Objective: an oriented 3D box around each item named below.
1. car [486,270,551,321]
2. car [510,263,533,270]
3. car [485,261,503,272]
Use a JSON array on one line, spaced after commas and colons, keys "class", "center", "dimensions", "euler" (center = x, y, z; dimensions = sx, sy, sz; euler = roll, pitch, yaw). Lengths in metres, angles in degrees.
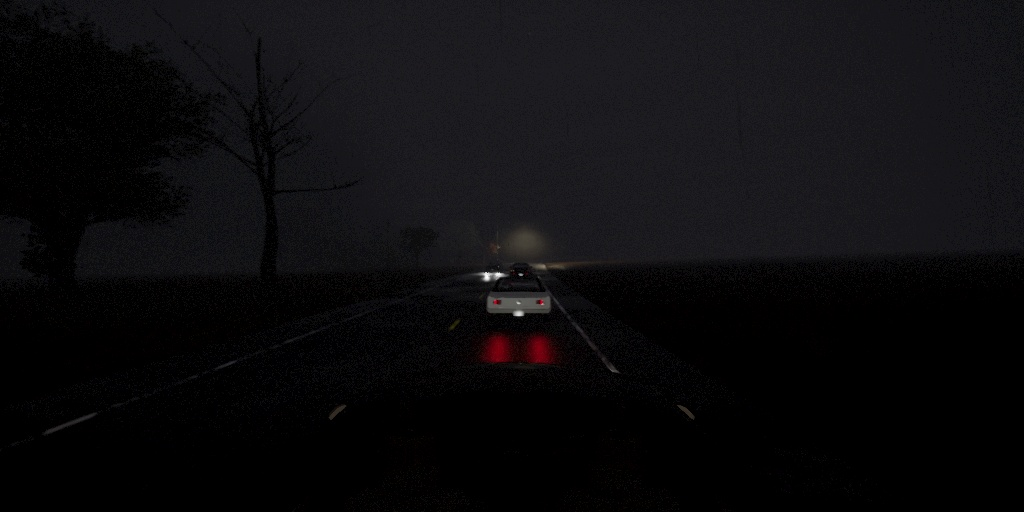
[{"class": "car", "center": [0.235, 1.350, 12.425], "dimensions": [1.895, 1.301, 4.718], "euler": [0, 0, 1]}, {"class": "car", "center": [0.756, 1.273, 30.088], "dimensions": [1.812, 1.442, 4.674], "euler": [0, 0, 2]}, {"class": "car", "center": [-2.190, 1.339, 44.680], "dimensions": [1.895, 1.301, 4.718], "euler": [0, 0, 4]}]
